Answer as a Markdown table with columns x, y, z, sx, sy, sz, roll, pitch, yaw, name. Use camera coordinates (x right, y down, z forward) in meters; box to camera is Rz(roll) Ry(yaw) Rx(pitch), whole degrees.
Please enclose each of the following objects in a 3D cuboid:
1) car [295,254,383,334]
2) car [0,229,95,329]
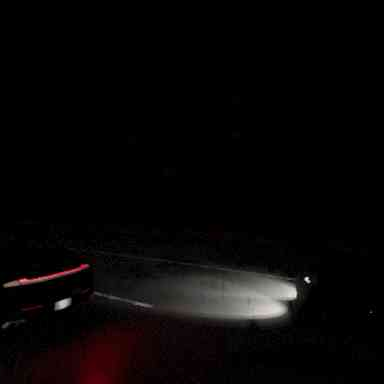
| x | y | z | sx | sy | sz | roll | pitch | yaw | name |
| --- | --- | --- | --- | --- | --- | --- | --- | --- | --- |
| 3.872 | 1.548 | 5.309 | 4.181 | 1.385 | 1.994 | 0 | 0 | 35 | car |
| -4.006 | 1.465 | 6.274 | 4.902 | 1.511 | 2.128 | 0 | 0 | 31 | car |
